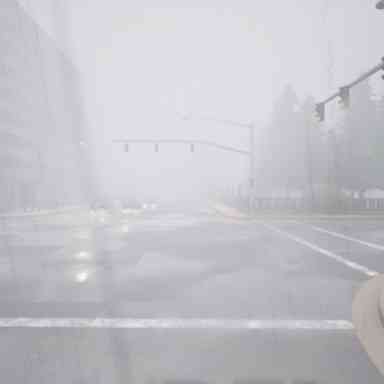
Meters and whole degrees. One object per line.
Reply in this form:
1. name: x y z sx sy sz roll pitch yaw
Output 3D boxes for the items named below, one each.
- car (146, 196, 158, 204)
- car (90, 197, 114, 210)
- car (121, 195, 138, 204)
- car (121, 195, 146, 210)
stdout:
1. car: -7.056 1.376 56.843 1.895 1.301 4.718 0 0 0
2. car: -10.587 1.336 39.328 2.128 1.511 4.902 0 0 0
3. car: -10.557 1.282 56.471 1.837 1.490 4.892 0 0 0
4. car: -7.085 1.407 39.694 1.994 1.385 4.181 0 0 0
